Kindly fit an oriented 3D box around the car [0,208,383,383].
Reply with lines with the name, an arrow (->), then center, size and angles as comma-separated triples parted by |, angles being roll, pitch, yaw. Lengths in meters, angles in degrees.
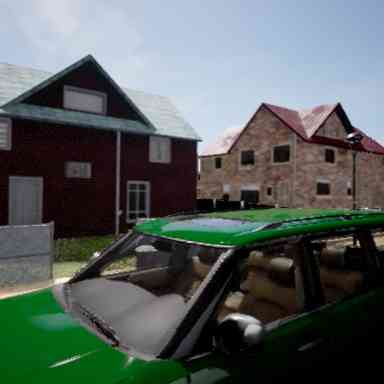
car -> 0.282, 1.225, 3.148 | 5.566, 2.045, 2.150 | 0, 0, -35
